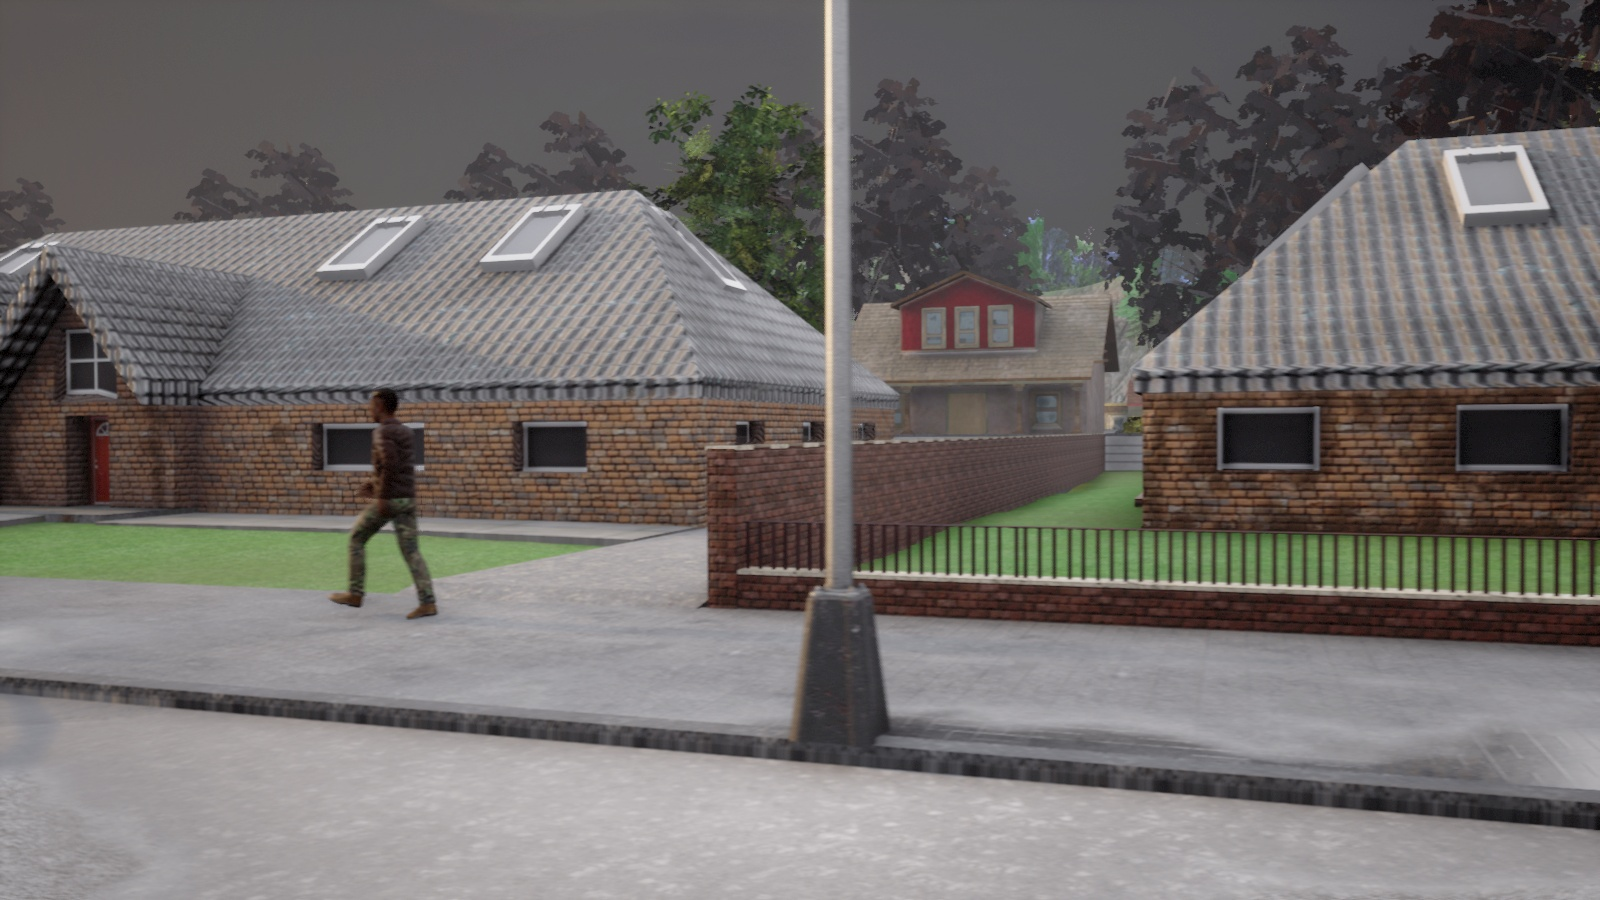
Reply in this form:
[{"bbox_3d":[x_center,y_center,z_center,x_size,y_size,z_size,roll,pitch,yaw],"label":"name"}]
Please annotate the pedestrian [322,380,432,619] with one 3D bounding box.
[{"bbox_3d":[-3.342,0.376,9.944,0.703,1.840,0.431,0,1,17],"label":"pedestrian"}]
